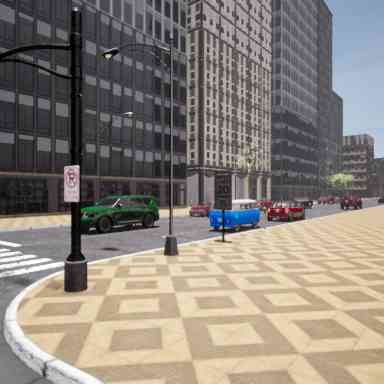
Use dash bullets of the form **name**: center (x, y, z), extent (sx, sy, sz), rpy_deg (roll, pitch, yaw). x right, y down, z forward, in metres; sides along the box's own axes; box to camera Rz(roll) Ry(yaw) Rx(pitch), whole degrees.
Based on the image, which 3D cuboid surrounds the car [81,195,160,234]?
- **car**: center (-4.399, 1.237, 20.035), extent (2.150, 2.045, 5.566), rpy_deg (0, 0, 39)

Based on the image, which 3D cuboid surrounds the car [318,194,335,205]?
- **car**: center (25.291, 1.380, 62.463), extent (2.192, 1.841, 5.009), rpy_deg (0, 0, 38)

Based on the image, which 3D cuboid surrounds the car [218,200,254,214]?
- **car**: center (4.858, 1.570, 36.063), extent (1.887, 1.381, 4.507), rpy_deg (0, 0, 38)

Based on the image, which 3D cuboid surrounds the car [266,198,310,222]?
- **car**: center (7.684, 1.472, 26.839), extent (1.967, 1.590, 4.097), rpy_deg (0, 0, 38)

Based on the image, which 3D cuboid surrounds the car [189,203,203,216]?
- **car**: center (1.452, 1.603, 31.663), extent (1.802, 1.307, 4.206), rpy_deg (0, 0, 38)

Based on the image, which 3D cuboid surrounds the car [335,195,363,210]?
- **car**: center (21.305, 1.368, 44.439), extent (2.192, 1.841, 5.009), rpy_deg (0, 0, 38)

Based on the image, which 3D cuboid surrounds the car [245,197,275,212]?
- **car**: center (8.263, 1.470, 40.463), extent (1.967, 1.590, 4.097), rpy_deg (0, 0, 38)

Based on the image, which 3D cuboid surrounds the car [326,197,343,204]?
- **car**: center (28.696, 1.623, 66.862), extent (2.008, 1.369, 4.403), rpy_deg (0, 0, 38)

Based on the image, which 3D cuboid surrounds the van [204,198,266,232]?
- **van**: center (2.704, 1.367, 20.224), extent (1.690, 1.788, 3.998), rpy_deg (0, 0, 38)

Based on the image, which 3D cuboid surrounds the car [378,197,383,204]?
- **car**: center (38.332, 1.658, 66.437), extent (1.947, 1.339, 4.313), rpy_deg (0, 0, 38)

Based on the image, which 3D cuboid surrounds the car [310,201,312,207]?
- **car**: center (14.441, 1.533, 44.300), extent (2.128, 1.511, 4.902), rpy_deg (0, 0, 38)
